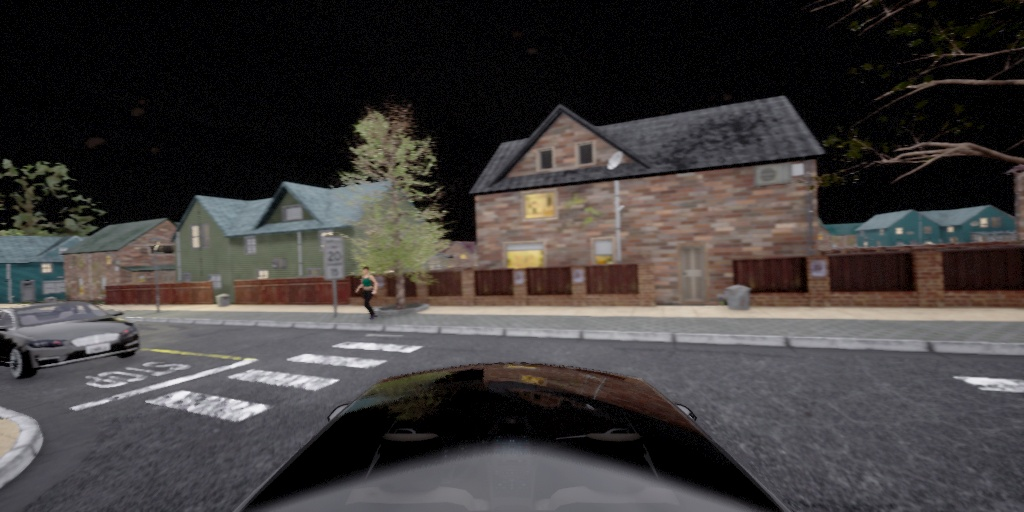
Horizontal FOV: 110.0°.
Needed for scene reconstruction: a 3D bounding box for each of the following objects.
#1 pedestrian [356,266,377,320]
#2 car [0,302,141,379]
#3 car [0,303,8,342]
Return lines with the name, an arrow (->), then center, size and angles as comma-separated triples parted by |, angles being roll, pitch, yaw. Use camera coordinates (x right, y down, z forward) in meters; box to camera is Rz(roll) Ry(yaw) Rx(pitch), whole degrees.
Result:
pedestrian -> -4.780, 1.204, 11.917 | 0.375, 1.860, 0.375 | -2, 2, 23
car -> -11.551, 1.938, 9.013 | 4.902, 1.511, 2.128 | -3, 0, 23
car -> -20.556, 2.522, 12.867 | 4.181, 1.385, 1.994 | -3, 0, 23
